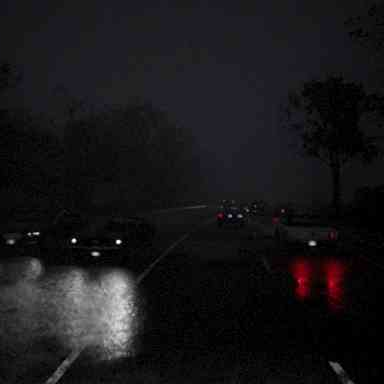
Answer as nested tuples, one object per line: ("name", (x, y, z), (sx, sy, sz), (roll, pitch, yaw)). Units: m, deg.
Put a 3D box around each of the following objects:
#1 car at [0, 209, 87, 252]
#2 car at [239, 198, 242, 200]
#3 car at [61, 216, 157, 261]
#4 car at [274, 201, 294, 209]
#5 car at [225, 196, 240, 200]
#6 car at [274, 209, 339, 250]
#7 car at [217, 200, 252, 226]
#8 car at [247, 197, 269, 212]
("car", (-6.005, 1.482, 14.073), (2.128, 1.511, 4.902), (0, 0, 8))
("car", (9.578, 1.593, 52.879), (1.812, 1.442, 4.674), (0, 0, 27))
("car", (-2.715, 1.601, 12.406), (1.895, 1.301, 4.718), (0, 0, 7))
("car", (9.192, 1.587, 33.249), (1.812, 1.442, 4.674), (0, 0, 18))
("car", (6.743, 1.404, 54.993), (2.097, 1.767, 4.553), (0, 0, 27))
("car", (4.821, 1.628, 14.654), (1.895, 1.301, 4.718), (0, 0, 8))
("car", (2.952, 1.575, 23.694), (2.033, 1.411, 5.357), (0, 0, 12))
("car", (8.058, 1.624, 40.319), (1.994, 1.385, 4.181), (0, 0, 21))
